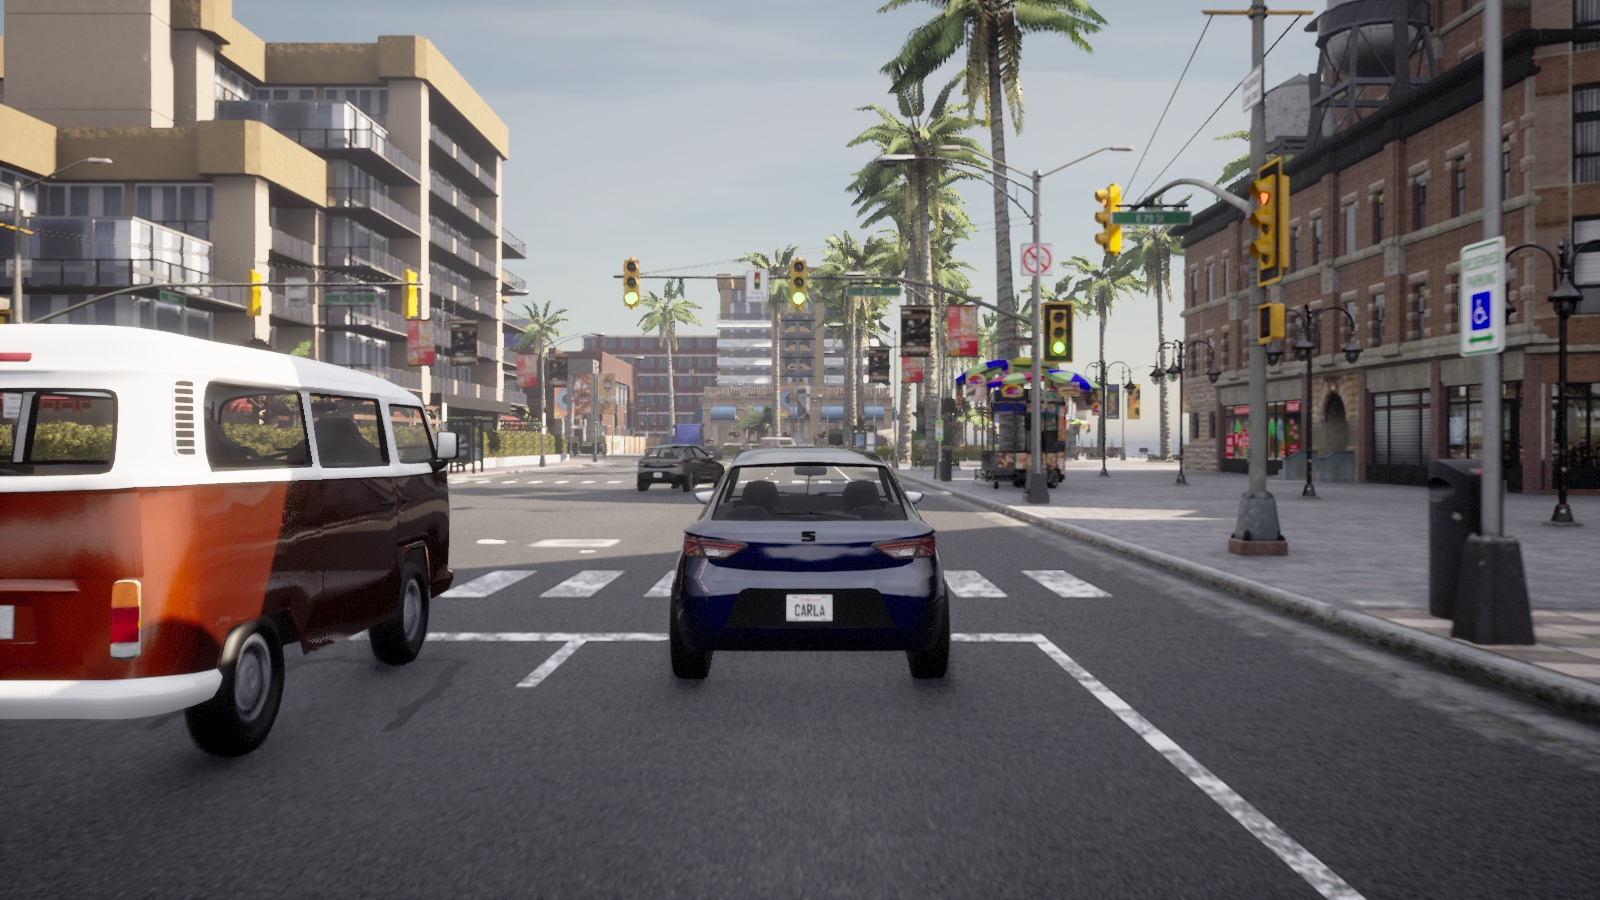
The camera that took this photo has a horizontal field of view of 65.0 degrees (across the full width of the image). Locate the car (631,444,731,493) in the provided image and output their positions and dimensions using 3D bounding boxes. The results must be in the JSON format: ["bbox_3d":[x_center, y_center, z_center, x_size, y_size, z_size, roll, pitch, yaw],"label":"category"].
[{"bbox_3d":[-3.762,0.546,40.399,1.816,1.474,4.193,0,0,16],"label":"car"}]

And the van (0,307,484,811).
[{"bbox_3d":[-3.438,0.429,7.309,2.069,2.038,4.480,0,0,0],"label":"van"}]

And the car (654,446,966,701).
[{"bbox_3d":[0.068,0.711,9.396,1.816,1.474,4.193,0,0,0],"label":"car"}]

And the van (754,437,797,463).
[{"bbox_3d":[-1.949,-0.011,97.648,1.775,1.987,4.442,0,0,-24],"label":"van"}]
